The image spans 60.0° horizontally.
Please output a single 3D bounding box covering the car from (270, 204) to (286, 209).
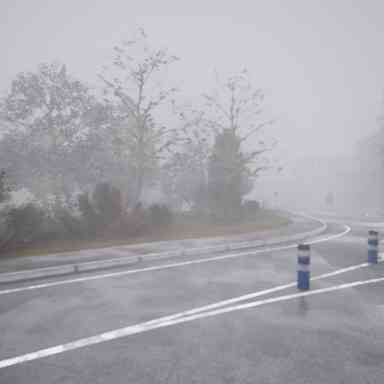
[{"bbox_3d":[19.879,3.520,77.947,2.002,1.452,4.674,3,-5,-28],"label":"car"}]

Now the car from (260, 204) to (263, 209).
[{"bbox_3d":[17.301,3.839,82.791,2.163,1.488,4.792,1,-4,-28],"label":"car"}]
